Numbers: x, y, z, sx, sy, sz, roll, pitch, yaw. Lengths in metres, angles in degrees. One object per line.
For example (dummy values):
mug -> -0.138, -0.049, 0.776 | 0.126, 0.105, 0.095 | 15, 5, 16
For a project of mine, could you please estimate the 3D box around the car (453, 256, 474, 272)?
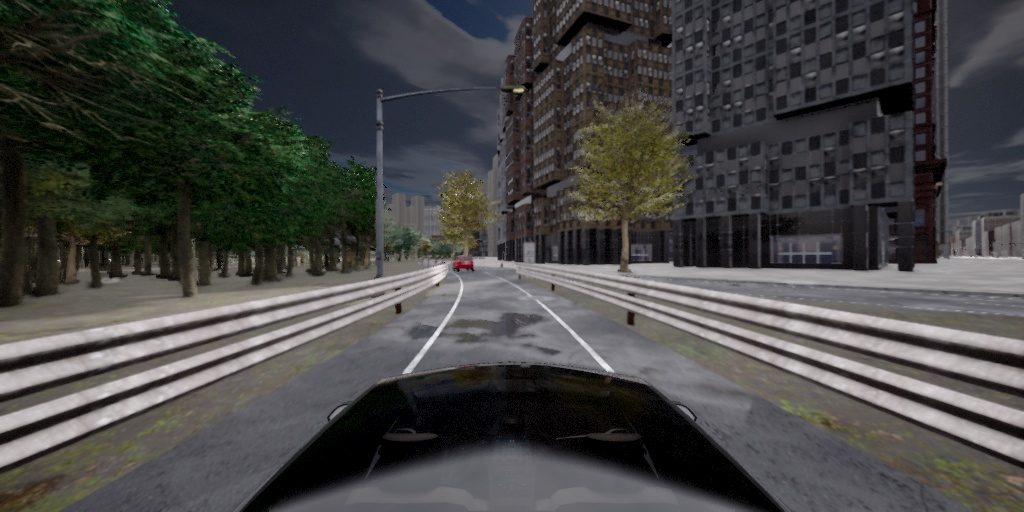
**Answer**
car -> -6.378, 0.960, 46.855 | 2.150, 2.045, 5.566 | 0, 0, -16
